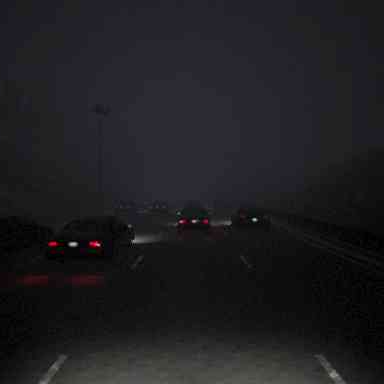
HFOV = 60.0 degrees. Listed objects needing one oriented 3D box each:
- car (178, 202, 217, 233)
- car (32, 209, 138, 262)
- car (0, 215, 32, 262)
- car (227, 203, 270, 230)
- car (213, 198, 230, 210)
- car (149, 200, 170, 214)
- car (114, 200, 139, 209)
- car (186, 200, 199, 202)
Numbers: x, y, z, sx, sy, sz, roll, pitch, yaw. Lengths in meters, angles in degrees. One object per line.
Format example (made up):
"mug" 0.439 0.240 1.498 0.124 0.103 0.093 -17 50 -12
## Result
"car" 0.128 1.559 19.564 2.033 1.411 5.357 0 0 0
"car" -3.404 1.555 12.046 2.033 1.411 5.357 0 0 0
"car" -6.903 1.555 12.048 2.033 1.411 5.357 0 0 0
"car" 3.634 1.577 21.241 1.994 1.385 4.181 0 0 0
"car" 3.575 1.515 40.144 2.128 1.511 4.902 0 0 0
"car" -3.392 1.569 35.008 2.033 1.411 5.357 0 0 0
"car" -6.892 1.569 35.004 2.033 1.411 5.357 0 0 0
"car" 0.084 1.625 38.881 1.895 1.301 4.718 0 0 0
